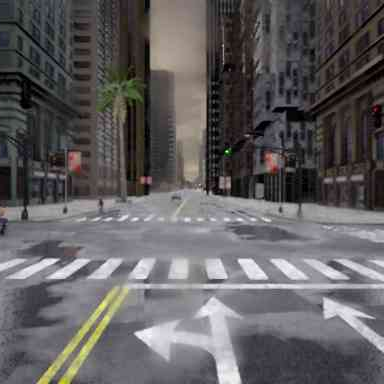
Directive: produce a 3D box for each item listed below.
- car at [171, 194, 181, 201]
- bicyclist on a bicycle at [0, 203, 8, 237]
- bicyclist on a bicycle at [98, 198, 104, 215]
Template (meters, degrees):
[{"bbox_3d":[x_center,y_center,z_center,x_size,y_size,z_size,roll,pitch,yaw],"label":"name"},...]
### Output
[{"bbox_3d":[-3.265,1.110,69.042,1.895,1.301,4.718,0,0,0],"label":"car"},{"bbox_3d":[-8.838,1.331,15.218,0.866,1.612,1.509,0,1,-1],"label":"bicyclist on a bicycle"},{"bbox_3d":[-8.764,1.409,31.984,0.582,1.620,1.656,0,0,0],"label":"bicyclist on a bicycle"}]
